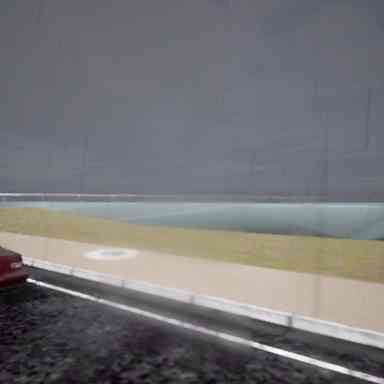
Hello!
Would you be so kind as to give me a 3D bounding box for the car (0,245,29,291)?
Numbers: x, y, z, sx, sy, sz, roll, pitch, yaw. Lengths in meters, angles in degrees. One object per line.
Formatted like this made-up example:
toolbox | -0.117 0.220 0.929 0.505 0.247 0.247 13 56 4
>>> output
car | -6.005 1.572 7.895 5.357 1.411 2.033 0 0 36
